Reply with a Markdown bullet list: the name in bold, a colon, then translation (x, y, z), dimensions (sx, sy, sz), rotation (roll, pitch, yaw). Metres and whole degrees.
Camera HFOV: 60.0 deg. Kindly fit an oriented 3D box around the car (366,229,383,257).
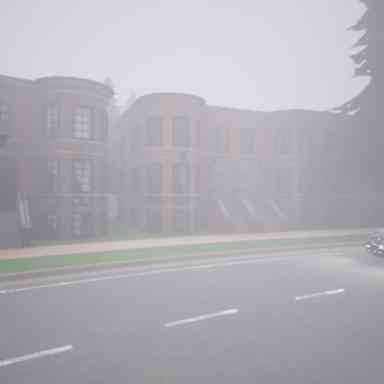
- **car**: translation (8.289, 1.542, 11.488), dimensions (4.892, 1.490, 1.837), rotation (1, 0, -22)
